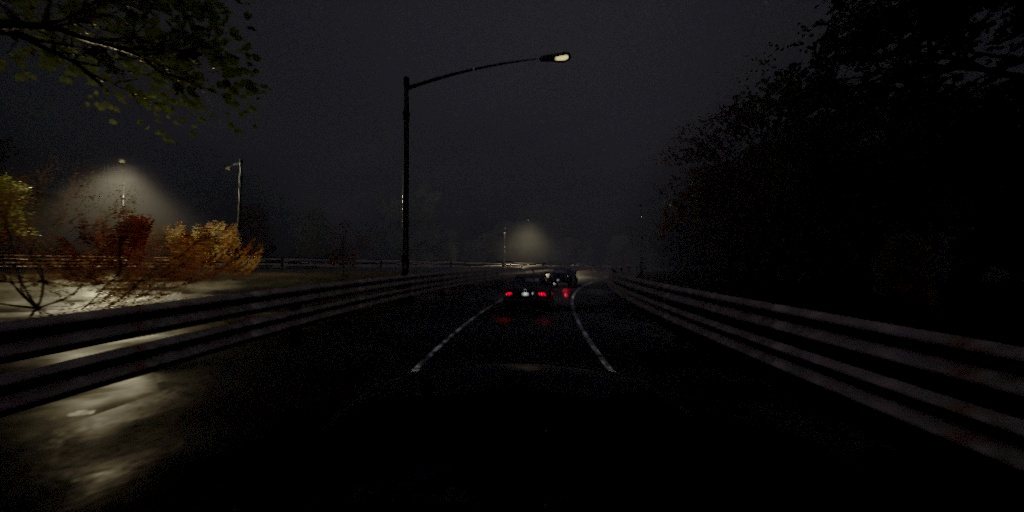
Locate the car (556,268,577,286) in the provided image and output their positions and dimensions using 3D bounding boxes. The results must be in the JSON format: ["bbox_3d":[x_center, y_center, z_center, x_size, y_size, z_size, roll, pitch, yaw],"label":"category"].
[{"bbox_3d":[4.313,1.725,30.126,1.812,1.442,4.674,0,-1,18],"label":"car"}]

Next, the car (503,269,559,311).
[{"bbox_3d":[0.847,1.470,15.470,2.033,1.411,5.357,0,-1,8],"label":"car"}]
